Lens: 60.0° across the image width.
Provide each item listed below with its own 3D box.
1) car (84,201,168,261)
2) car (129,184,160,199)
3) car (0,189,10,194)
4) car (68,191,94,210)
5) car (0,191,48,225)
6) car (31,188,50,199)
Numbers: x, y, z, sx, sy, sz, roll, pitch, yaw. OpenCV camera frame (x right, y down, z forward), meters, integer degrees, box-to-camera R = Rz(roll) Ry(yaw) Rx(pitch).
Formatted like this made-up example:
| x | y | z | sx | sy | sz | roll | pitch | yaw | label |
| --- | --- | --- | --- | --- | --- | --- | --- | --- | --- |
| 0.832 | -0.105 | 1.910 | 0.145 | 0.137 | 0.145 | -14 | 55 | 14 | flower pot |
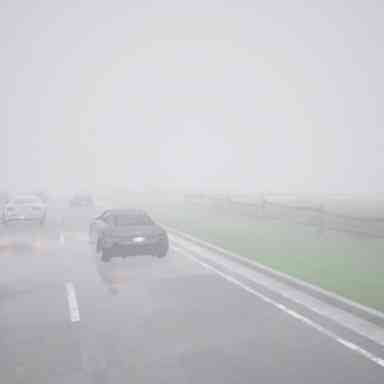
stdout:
| x | y | z | sx | sy | sz | roll | pitch | yaw | label |
| --- | --- | --- | --- | --- | --- | --- | --- | --- | --- |
| -2.252 | 1.225 | 11.036 | 1.994 | 1.385 | 4.181 | 0 | 2 | -23 | car |
| -6.004 | -0.056 | 42.746 | 3.866 | 1.878 | 1.905 | 0 | 2 | -23 | car |
| -19.066 | 0.387 | 32.989 | 1.994 | 1.385 | 4.181 | 0 | 2 | -23 | car |
| -9.194 | 0.634 | 27.563 | 1.812 | 1.442 | 4.674 | 0 | 2 | -23 | car |
| -9.004 | 0.900 | 18.063 | 1.812 | 1.442 | 4.674 | 0 | 2 | -23 | car |
| -15.782 | 0.360 | 34.186 | 1.812 | 1.442 | 4.674 | 0 | 2 | -23 | car |
